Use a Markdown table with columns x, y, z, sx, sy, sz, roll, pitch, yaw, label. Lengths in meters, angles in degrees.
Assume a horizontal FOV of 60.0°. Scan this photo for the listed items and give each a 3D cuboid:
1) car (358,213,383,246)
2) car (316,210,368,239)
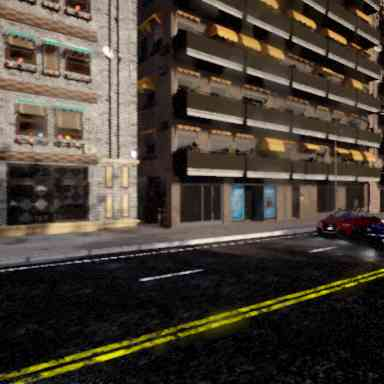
| x | y | z | sx | sy | sz | roll | pitch | yaw | label |
| --- | --- | --- | --- | --- | --- | --- | --- | --- | --- |
| 9.628 | 1.696 | 14.799 | 4.718 | 1.301 | 1.895 | 0 | 0 | -37 | car |
| 8.602 | 1.672 | 18.098 | 4.181 | 1.385 | 1.994 | 0 | 0 | -37 | car |
